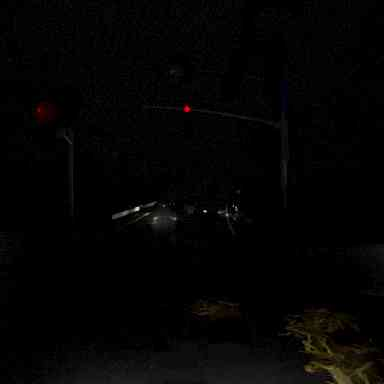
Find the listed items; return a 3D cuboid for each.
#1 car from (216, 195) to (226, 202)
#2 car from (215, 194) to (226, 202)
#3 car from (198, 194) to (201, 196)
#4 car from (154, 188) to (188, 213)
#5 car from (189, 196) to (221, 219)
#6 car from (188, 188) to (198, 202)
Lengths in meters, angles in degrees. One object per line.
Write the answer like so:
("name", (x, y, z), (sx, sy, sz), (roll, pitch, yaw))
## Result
("car", (5.993, 1.356, 68.381), (1.882, 1.535, 5.008), (0, -1, 6))
("car", (4.772, 1.106, 58.287), (1.812, 1.442, 4.674), (0, -2, 7))
("car", (0.690, 0.986, 54.624), (2.033, 1.411, 5.357), (0, -2, 8))
("car", (-2.055, 0.811, 31.541), (2.150, 2.045, 5.566), (0, 3, 6))
("car", (1.157, 1.342, 27.418), (1.994, 1.385, 4.181), (0, 3, 5))
("car", (-0.923, 0.517, 42.177), (2.150, 2.045, 5.566), (0, 1, 7))
